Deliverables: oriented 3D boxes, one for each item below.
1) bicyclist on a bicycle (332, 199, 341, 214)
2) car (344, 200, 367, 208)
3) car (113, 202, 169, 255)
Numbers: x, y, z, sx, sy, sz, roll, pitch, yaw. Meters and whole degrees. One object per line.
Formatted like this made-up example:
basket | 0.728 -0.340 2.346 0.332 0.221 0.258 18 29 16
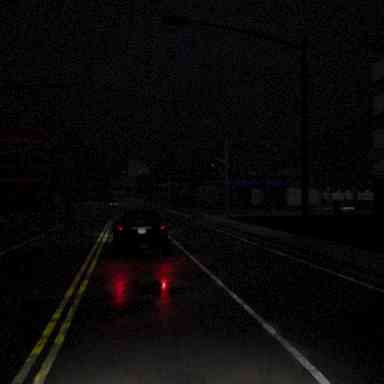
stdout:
bicyclist on a bicycle | 15.662 1.609 36.097 0.582 1.620 1.656 0 -1 -11
car | 29.142 2.099 59.330 4.718 1.301 1.895 0 -1 -35
car | -2.266 1.498 14.317 2.097 1.767 4.553 0 -1 -11
